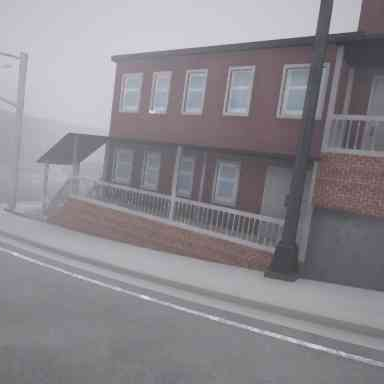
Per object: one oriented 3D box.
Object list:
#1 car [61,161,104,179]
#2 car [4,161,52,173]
[{"bbox_3d":[-12.969,-2.753,40.471,2.150,2.045,5.566,11,6,35],"label":"car"},{"bbox_3d":[-18.804,-2.946,38.379,1.895,1.301,4.718,11,7,35],"label":"car"}]
